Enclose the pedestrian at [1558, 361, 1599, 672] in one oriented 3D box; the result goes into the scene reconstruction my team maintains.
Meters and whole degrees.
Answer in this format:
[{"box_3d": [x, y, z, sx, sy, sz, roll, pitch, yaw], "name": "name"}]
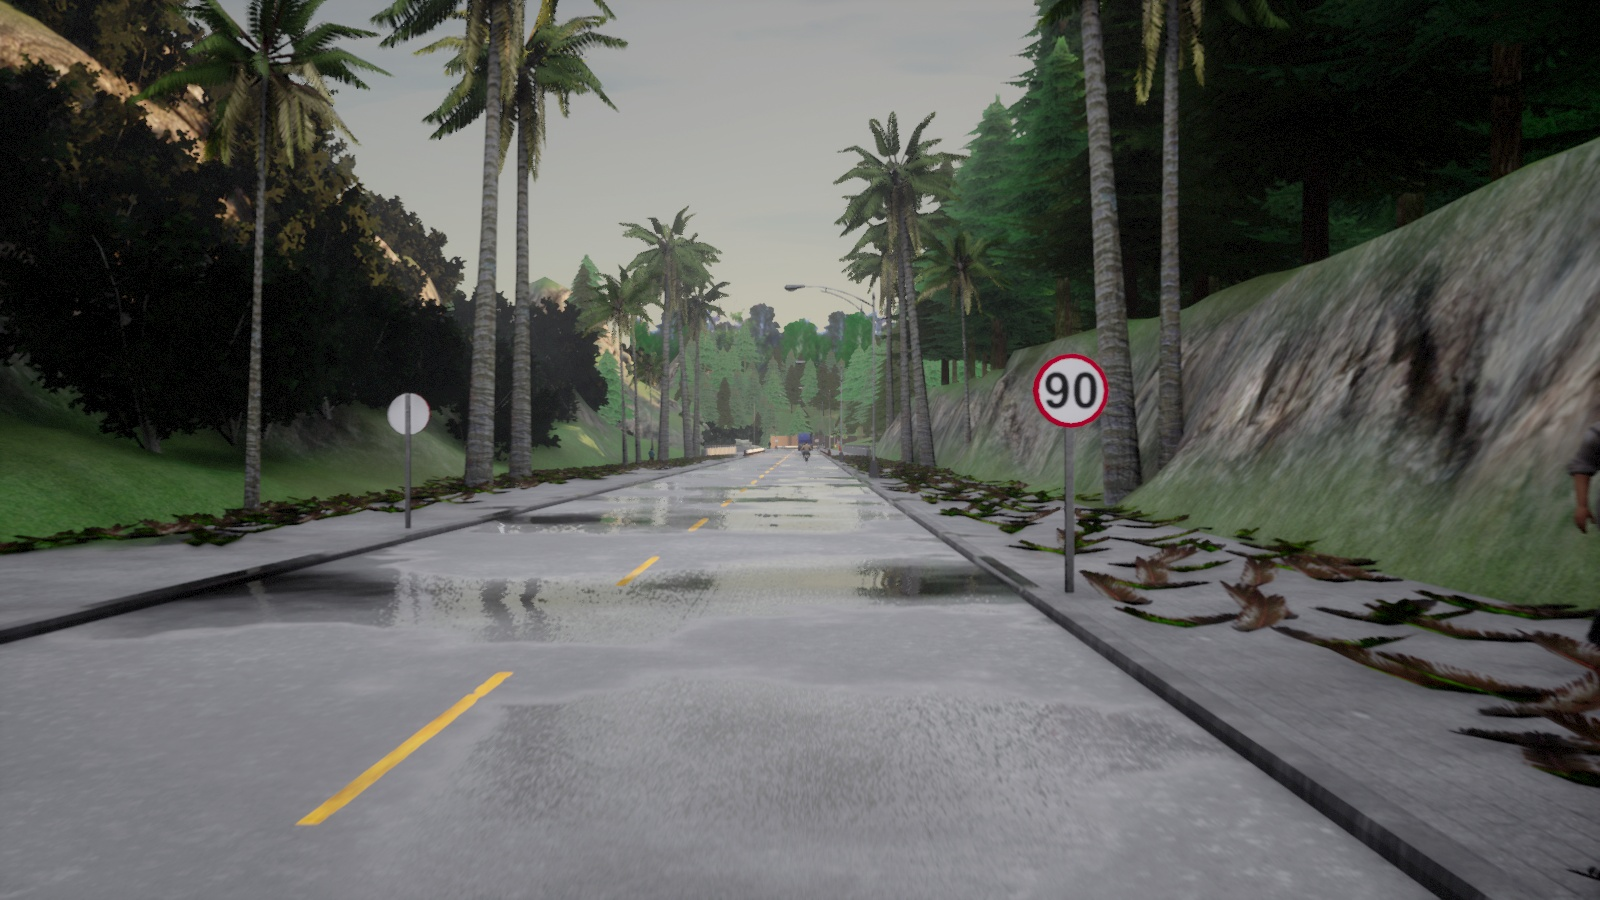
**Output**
[{"box_3d": [5.349, 0.416, 7.872, 0.659, 1.952, 0.873, 0, 0, 0], "name": "pedestrian"}]
